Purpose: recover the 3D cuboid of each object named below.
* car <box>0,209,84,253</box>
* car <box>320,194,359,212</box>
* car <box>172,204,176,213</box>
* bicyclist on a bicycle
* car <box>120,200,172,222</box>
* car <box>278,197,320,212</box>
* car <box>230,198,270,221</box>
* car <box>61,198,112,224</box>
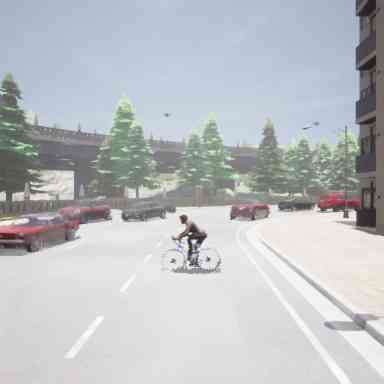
[{"bbox_3d":[-6.511,1.601,13.828,1.895,1.301,4.718,0,0,5],"label":"car"},{"bbox_3d":[16.825,1.220,37.742,5.566,2.045,2.150,0,0,-23],"label":"car"},{"bbox_3d":[-3.469,1.564,34.351,1.994,1.385,4.181,0,0,35],"label":"car"},{"bbox_3d":[-0.048,1.449,9.277,1.656,1.620,0.582,-2,0,1],"label":"bicyclist on a bicycle"},{"bbox_3d":[-3.733,1.505,26.483,1.837,1.490,4.892,0,0,24],"label":"car"},{"bbox_3d":[12.411,1.477,39.327,5.008,1.535,1.882,0,0,-31],"label":"car"},{"bbox_3d":[4.955,1.353,27.853,2.097,1.767,4.553,0,0,31],"label":"car"},{"bbox_3d":[-7.995,1.351,24.805,2.097,1.767,4.553,0,0,20],"label":"car"}]
